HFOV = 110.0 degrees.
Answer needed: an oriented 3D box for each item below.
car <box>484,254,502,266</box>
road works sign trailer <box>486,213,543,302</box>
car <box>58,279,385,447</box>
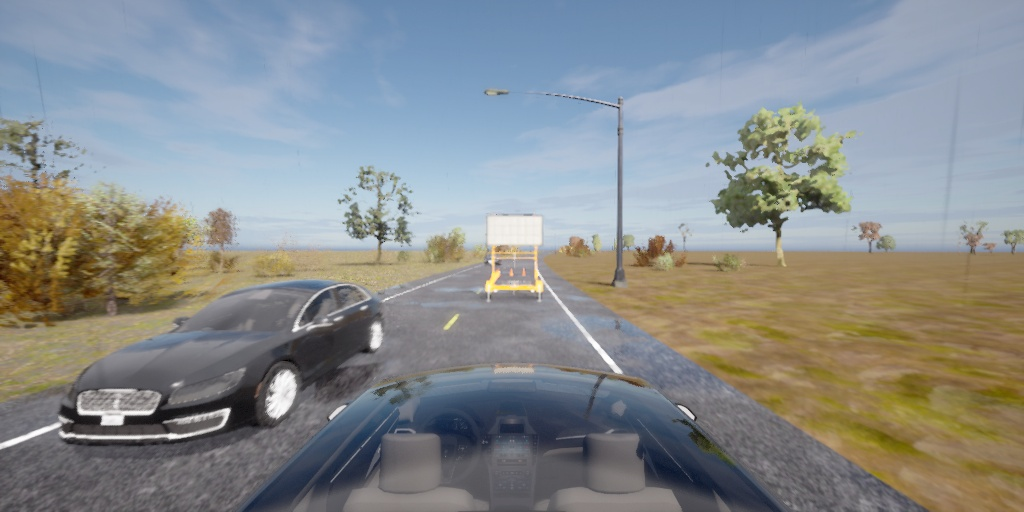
[{"bbox_3d":[-2.378,0.480,45.210,2.128,1.511,4.902,0,1,3],"label":"car"},{"bbox_3d":[0.117,-0.024,15.441,2.380,3.560,2.880,0,0,1],"label":"road works sign trailer"},{"bbox_3d":[-3.565,1.184,5.644,1.837,1.490,4.892,0,1,0],"label":"car"}]
